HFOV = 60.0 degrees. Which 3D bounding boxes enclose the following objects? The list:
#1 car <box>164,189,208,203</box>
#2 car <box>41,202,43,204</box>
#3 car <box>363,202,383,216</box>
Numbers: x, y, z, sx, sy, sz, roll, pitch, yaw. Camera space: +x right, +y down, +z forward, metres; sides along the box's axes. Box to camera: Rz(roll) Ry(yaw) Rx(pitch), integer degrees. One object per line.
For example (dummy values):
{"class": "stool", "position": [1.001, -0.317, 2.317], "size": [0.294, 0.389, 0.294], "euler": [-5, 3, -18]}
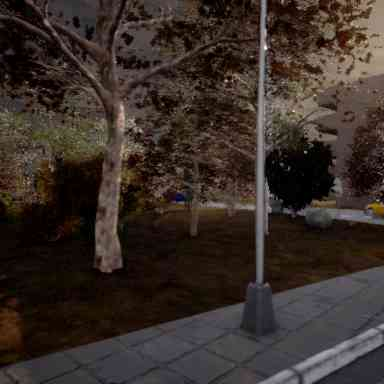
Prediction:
{"class": "car", "position": [-0.686, 0.456, 35.873], "size": [5.008, 1.535, 1.882], "euler": [2, 0, 27]}
{"class": "car", "position": [-20.829, 1.203, 41.935], "size": [4.181, 1.385, 1.994], "euler": [-4, -1, 4]}
{"class": "car", "position": [15.948, 1.288, 25.903], "size": [1.882, 1.535, 5.008], "euler": [2, 1, -28]}
